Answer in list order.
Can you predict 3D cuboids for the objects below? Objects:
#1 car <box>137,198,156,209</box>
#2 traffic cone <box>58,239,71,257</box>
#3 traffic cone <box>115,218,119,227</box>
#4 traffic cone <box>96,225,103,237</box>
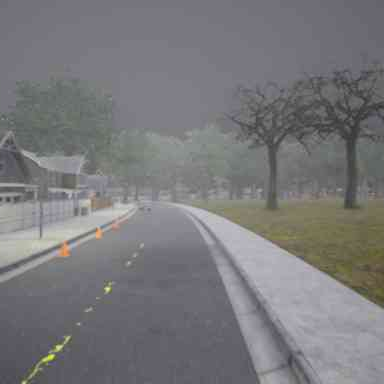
[{"bbox_3d":[-4.988,1.444,36.625,1.812,1.442,4.674,0,0,-6],"label":"car"},{"bbox_3d":[-4.507,1.962,11.762,0.340,0.580,0.340,0,0,-1],"label":"traffic cone"},{"bbox_3d":[-4.903,1.992,21.678,0.340,0.580,0.340,0,0,-3],"label":"traffic cone"},{"bbox_3d":[-4.666,1.975,16.722,0.340,0.580,0.340,0,0,-2],"label":"traffic cone"}]
